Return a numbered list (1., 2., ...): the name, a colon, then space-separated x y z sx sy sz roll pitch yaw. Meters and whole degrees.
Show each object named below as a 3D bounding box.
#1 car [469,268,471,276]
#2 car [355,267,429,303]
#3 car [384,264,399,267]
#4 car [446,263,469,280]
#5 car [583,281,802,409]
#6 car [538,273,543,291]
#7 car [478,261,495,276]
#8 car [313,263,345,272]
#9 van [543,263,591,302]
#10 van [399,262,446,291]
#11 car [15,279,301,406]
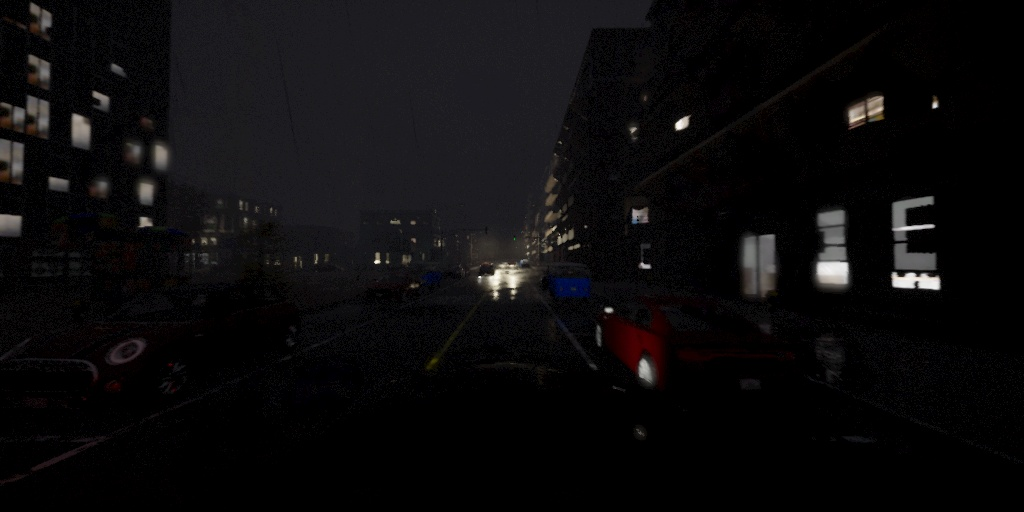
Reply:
1. car: -5.666 1.614 40.119 1.888 1.381 4.507 0 0 0
2. car: -5.660 1.431 17.536 1.888 1.381 4.507 0 0 0
3. car: -19.728 1.923 60.421 4.403 1.370 2.007 0 0 1
4. car: -5.665 1.463 34.474 1.967 1.591 4.097 0 0 0
5. car: 2.690 1.335 6.280 1.888 1.381 4.507 0 0 0
6. car: 2.686 1.498 23.217 1.948 1.339 4.313 0 0 0
7. car: -3.010 1.687 43.634 2.033 1.411 5.357 0 0 0
8. car: -26.385 1.650 51.873 4.097 1.591 1.967 0 0 1
9. van: 2.688 1.227 17.571 1.690 1.789 3.998 0 0 0
10. van: -5.662 1.273 23.182 1.690 1.789 3.998 0 0 0
11. car: -5.658 1.229 6.245 1.967 1.591 4.097 0 0 0
